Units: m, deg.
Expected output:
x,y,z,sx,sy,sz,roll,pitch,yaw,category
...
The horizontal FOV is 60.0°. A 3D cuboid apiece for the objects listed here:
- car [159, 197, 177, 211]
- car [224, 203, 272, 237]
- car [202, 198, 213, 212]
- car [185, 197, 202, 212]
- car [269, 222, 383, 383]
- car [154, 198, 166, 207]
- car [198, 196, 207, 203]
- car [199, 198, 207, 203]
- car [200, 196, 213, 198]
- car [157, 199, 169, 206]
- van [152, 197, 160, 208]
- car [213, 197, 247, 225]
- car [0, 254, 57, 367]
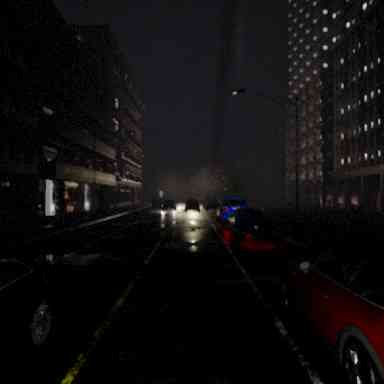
x,y,z,sx,sy,sz,roll,pitch,yaw,category
-3.089,1.791,45.712,1.837,1.490,4.892,0,0,0,car
3.139,1.590,18.797,1.882,1.535,5.008,0,0,0,car
2.690,1.825,43.719,2.008,1.369,4.403,0,0,0,car
0.060,1.752,43.658,1.882,1.535,5.008,0,0,0,car
2.693,1.470,5.060,1.967,1.590,4.097,0,0,0,car
-5.692,1.911,60.117,1.752,1.417,4.829,0,0,0,car
2.688,1.909,87.903,2.192,1.841,5.009,0,0,0,car
2.688,2.117,82.378,1.947,1.339,4.313,0,0,0,car
2.690,1.626,49.244,2.192,1.841,5.009,0,0,0,car
-5.692,1.993,65.810,1.947,1.339,4.313,0,0,0,car
-5.691,1.690,54.765,1.690,1.788,3.998,0,0,0,van
3.105,1.385,25.829,2.150,2.045,5.566,0,0,0,car
-3.101,1.512,3.486,2.128,1.511,4.902,0,0,0,car
